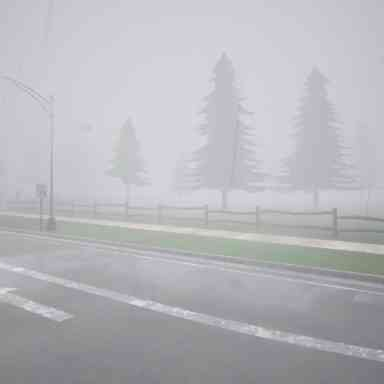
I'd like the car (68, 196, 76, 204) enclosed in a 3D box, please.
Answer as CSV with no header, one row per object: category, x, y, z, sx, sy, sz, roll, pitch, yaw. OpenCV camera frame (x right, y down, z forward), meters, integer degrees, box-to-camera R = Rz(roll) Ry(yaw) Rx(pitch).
car,-21.264,1.489,60.009,2.128,1.511,4.902,0,0,35

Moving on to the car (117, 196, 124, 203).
car,-13.553,1.551,70.854,1.994,1.385,4.181,0,0,35

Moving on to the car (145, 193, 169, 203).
car,-6.854,1.353,68.232,2.097,1.767,4.553,0,0,35

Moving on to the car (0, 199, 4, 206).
car,-29.691,1.564,54.141,1.994,1.385,4.181,0,0,34

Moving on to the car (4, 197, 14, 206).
car,-26.501,1.526,52.590,1.812,1.442,4.674,0,0,35

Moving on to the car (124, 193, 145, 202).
car,-10.705,1.224,68.818,2.150,2.045,5.566,0,0,35

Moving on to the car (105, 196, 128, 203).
car,-16.491,1.595,72.759,1.895,1.301,4.718,0,0,35

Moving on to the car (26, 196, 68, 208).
car,-20.963,1.352,48.305,2.097,1.767,4.553,0,0,35

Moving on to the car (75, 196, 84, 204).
car,-17.680,1.526,59.029,1.812,1.442,4.674,0,0,35

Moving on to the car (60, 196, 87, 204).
car,-22.757,1.525,63.887,1.812,1.442,4.674,0,0,36

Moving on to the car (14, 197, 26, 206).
car,-23.753,1.601,50.415,1.895,1.301,4.718,0,0,35

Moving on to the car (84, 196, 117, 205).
car,-15.417,1.563,56.182,1.994,1.385,4.181,0,0,35
